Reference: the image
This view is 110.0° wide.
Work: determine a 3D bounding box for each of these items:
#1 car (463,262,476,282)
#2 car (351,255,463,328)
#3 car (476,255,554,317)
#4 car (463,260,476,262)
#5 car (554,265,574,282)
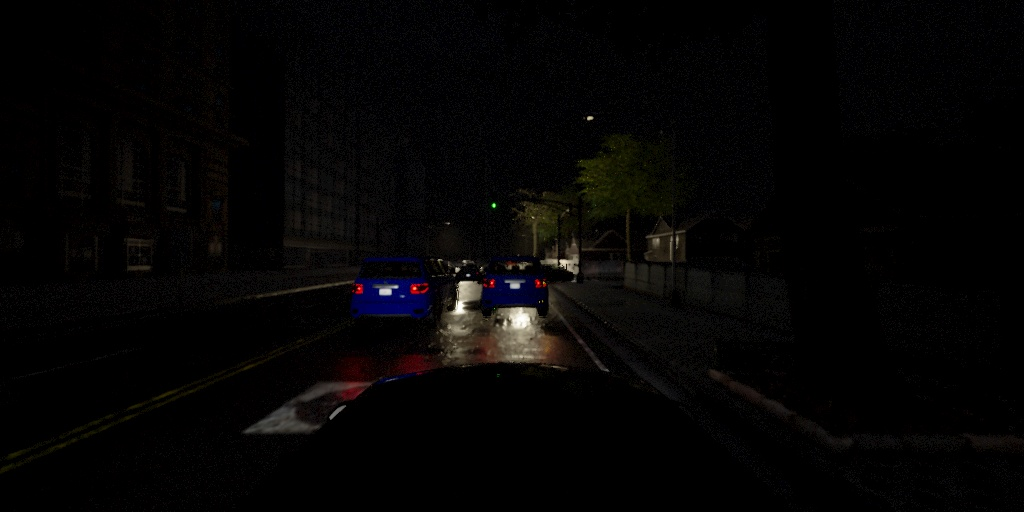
[{"bbox_3d":[-3.162,1.367,27.868,1.994,1.385,4.181,0,0,0],"label":"car"},{"bbox_3d":[-3.154,0.989,11.623,2.150,2.045,5.566,0,0,0],"label":"car"},{"bbox_3d":[0.093,0.991,13.356,2.150,2.045,5.566,0,0,0],"label":"car"},{"bbox_3d":[-6.593,1.373,53.504,2.128,1.511,4.902,0,0,0],"label":"car"},{"bbox_3d":[2.917,1.365,27.158,1.994,1.385,4.181,-1,-1,42],"label":"car"}]
